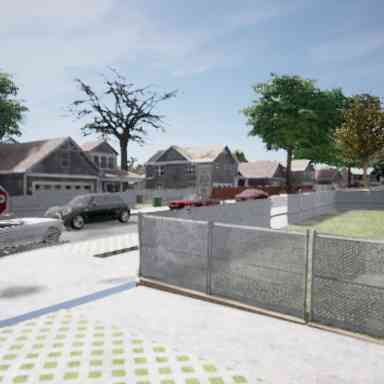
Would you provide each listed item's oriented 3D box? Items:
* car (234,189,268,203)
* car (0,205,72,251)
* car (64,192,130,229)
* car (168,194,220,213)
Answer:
[{"bbox_3d":[6.122,0.449,34.191,1.882,1.535,5.008,1,2,35],"label":"car"},{"bbox_3d":[-6.455,1.323,10.987,1.895,1.301,4.718,0,2,19],"label":"car"},{"bbox_3d":[-5.498,0.877,17.767,2.097,1.767,4.553,1,2,35],"label":"car"},{"bbox_3d":[0.203,0.852,25.840,1.895,1.301,4.718,1,2,35],"label":"car"}]
